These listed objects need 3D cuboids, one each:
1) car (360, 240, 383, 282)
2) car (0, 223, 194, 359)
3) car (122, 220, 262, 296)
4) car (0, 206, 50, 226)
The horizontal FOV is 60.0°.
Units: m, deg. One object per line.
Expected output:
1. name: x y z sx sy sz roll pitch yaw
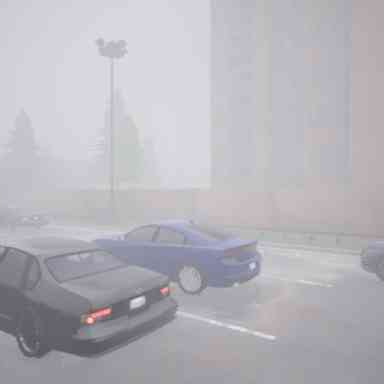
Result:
1. car: 6.588 1.526 7.876 4.674 1.442 1.812 0 0 35
2. car: -2.782 1.548 5.975 5.357 1.411 2.033 0 0 35
3. car: -0.674 1.479 8.771 5.008 1.535 1.882 0 0 35
4. car: -10.931 1.550 20.381 5.357 1.411 2.033 0 0 35
